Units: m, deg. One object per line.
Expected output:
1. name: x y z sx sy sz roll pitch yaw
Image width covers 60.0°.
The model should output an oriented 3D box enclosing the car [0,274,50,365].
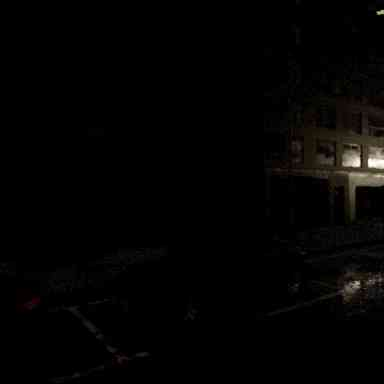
1. car: -3.893 1.581 3.767 4.206 1.307 1.802 0 -1 -35

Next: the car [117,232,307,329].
1. car: 0.614 1.569 6.973 4.313 1.339 1.947 0 -1 -35
